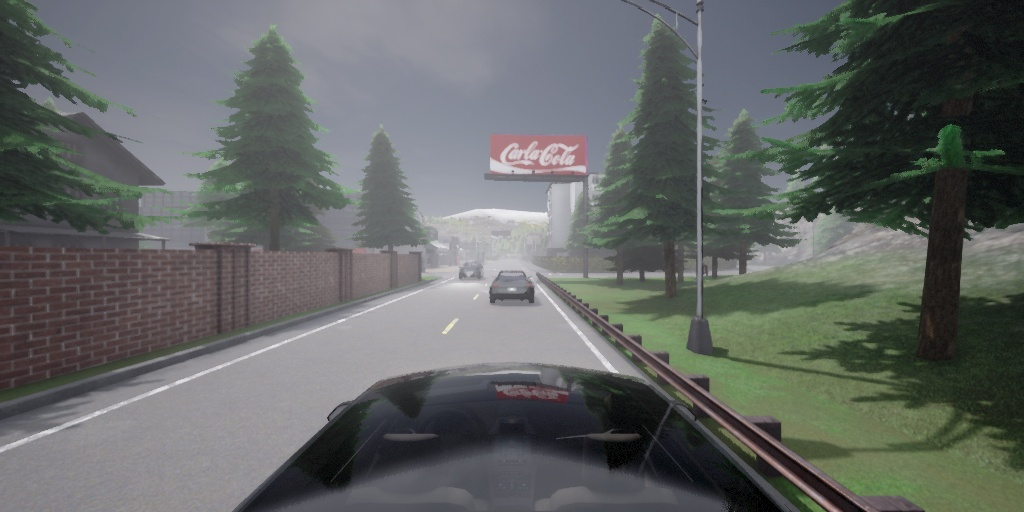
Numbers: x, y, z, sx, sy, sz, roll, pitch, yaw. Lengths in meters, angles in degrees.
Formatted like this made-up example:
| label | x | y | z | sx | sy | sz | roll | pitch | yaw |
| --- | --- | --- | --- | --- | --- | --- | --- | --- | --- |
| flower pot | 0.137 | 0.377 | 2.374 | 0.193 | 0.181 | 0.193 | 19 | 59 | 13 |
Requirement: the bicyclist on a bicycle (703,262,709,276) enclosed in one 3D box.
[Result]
| label | x | y | z | sx | sy | sz | roll | pitch | yaw |
| --- | --- | --- | --- | --- | --- | --- | --- | --- | --- |
| bicyclist on a bicycle | 19.339 | 1.247 | 36.440 | 0.582 | 1.620 | 1.656 | -2 | -3 | -13 |

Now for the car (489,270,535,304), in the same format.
| label | x | y | z | sx | sy | sz | roll | pitch | yaw |
| --- | --- | --- | --- | --- | --- | --- | --- | --- | --- |
| car | 0.000 | 1.321 | 16.500 | 1.994 | 1.385 | 4.181 | 0 | 0 | 0 |

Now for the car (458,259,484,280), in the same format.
| label | x | y | z | sx | sy | sz | roll | pitch | yaw |
| --- | --- | --- | --- | --- | --- | --- | --- | --- | --- |
| car | -3.500 | 1.269 | 31.410 | 2.128 | 1.511 | 4.902 | 0 | 0 | 0 |
